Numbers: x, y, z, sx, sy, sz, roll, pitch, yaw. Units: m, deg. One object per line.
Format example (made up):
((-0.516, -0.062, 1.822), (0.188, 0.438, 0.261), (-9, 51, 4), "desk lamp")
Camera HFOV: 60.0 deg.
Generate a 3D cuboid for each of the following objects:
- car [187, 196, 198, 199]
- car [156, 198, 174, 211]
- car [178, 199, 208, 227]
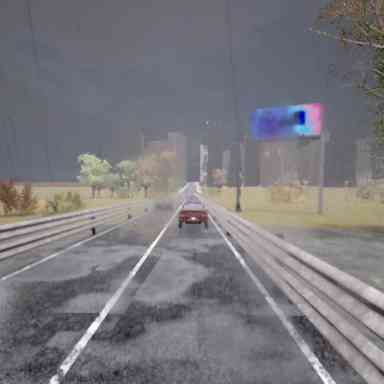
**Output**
((0.077, 1.340, 41.933), (2.097, 1.767, 4.553), (0, 0, 0), "car")
((-3.275, 1.474, 40.281), (1.882, 1.535, 5.008), (0, 0, 0), "car")
((0.088, 1.471, 22.804), (1.882, 1.535, 5.008), (0, 0, 0), "car")
